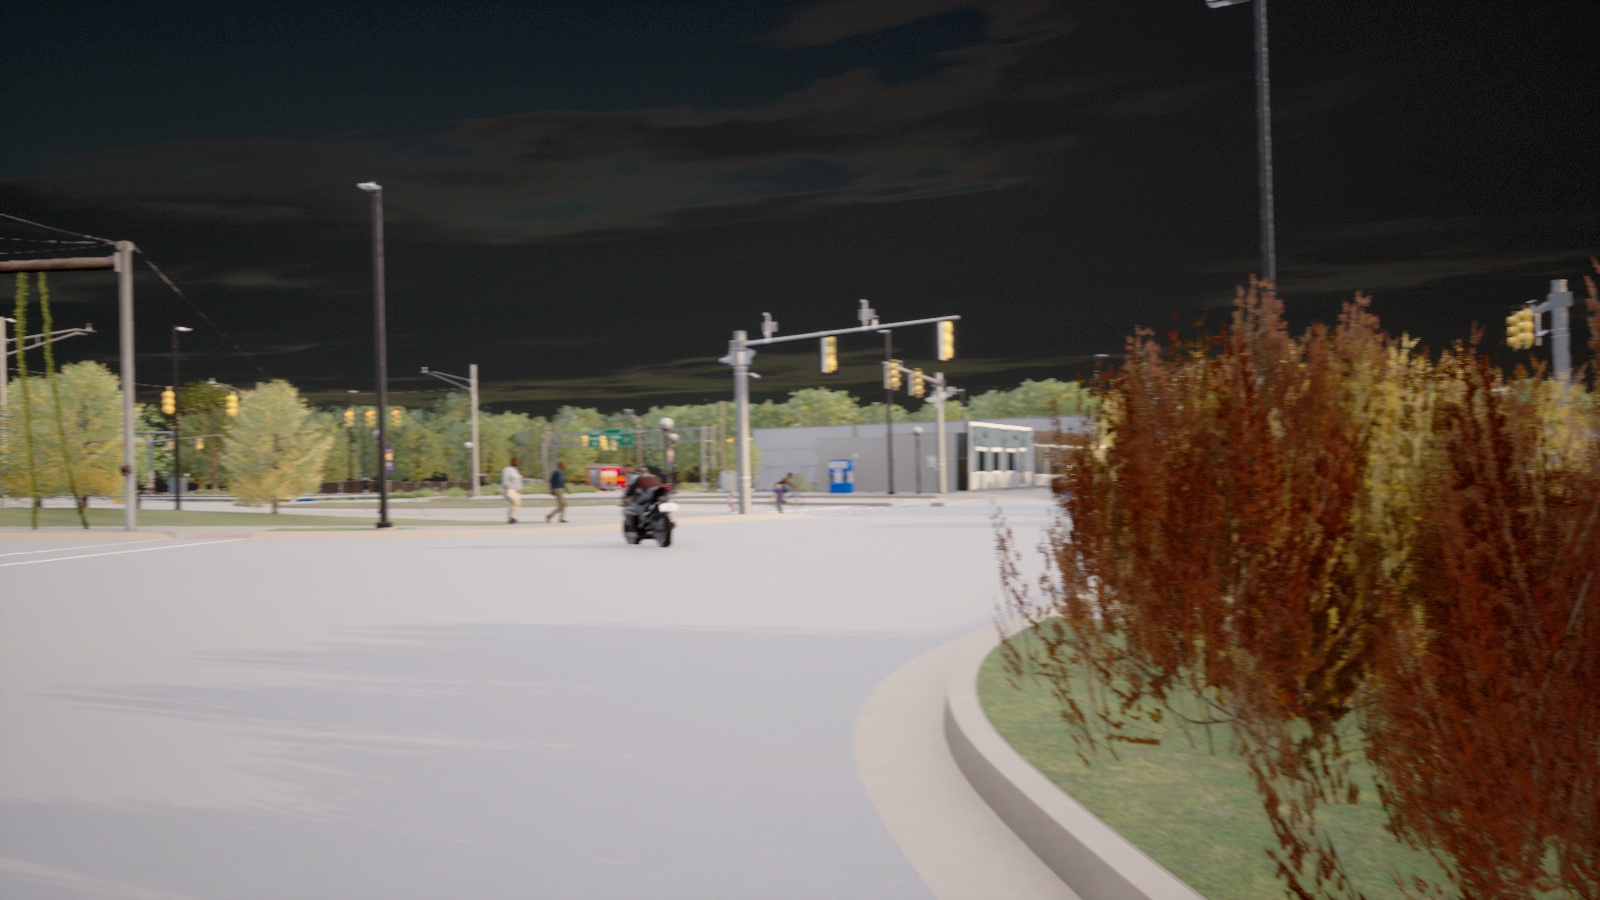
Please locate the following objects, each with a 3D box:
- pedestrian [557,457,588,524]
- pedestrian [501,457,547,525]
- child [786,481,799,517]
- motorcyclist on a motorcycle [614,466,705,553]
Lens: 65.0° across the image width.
[{"bbox_3d":[-6.315,1.113,34.885,0.726,1.835,0.370,-1,-1,-30],"label":"pedestrian"},{"bbox_3d":[-7.602,1.122,34.588,0.900,1.855,0.874,-2,-1,16],"label":"pedestrian"},{"bbox_3d":[-0.255,1.713,43.956,0.270,1.263,0.437,-2,-1,21],"label":"child"},{"bbox_3d":[-2.696,1.118,23.861,0.866,1.530,2.191,-2,-1,-29],"label":"motorcyclist on a motorcycle"}]
